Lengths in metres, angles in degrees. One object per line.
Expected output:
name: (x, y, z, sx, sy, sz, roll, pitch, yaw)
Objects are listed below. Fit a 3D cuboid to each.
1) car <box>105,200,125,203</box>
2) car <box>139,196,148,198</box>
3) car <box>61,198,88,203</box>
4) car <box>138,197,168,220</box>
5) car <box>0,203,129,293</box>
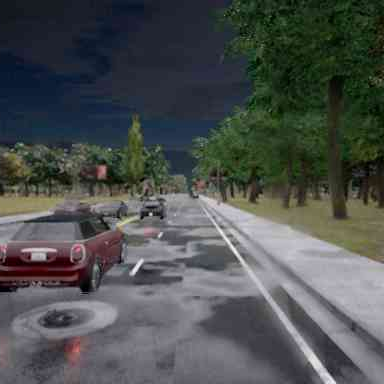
car: (-6.605, 1.464, 28.050, 1.837, 1.490, 4.892, 0, 0, 0)
car: (-9.775, 1.449, 68.114, 1.994, 1.385, 4.181, 0, 0, 0)
car: (-9.856, 1.312, 27.313, 2.097, 1.767, 4.553, 0, 0, 0)
car: (-3.160, 1.464, 27.983, 1.837, 1.490, 4.892, 0, 0, 0)
car: (-3.153, 1.337, 8.960, 2.097, 1.767, 4.553, 0, 0, 0)
